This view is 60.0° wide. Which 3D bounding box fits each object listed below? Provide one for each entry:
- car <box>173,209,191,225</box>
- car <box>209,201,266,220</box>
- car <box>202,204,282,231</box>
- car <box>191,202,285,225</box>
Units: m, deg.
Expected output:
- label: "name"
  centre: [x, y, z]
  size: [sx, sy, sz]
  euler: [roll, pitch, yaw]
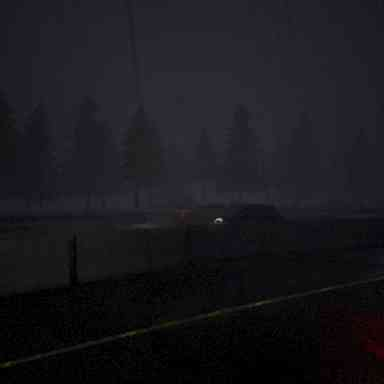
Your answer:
- label: "car"
  centre: [1.049, 1.526, 24.198]
  size: [5.008, 1.535, 1.882]
  euler: [0, 0, -24]
- label: "car"
  centre: [4.009, 1.594, 29.276]
  size: [4.674, 1.442, 1.812]
  euler: [0, 0, -22]
- label: "car"
  centre: [3.234, 1.555, 21.361]
  size: [4.892, 1.490, 1.837]
  euler: [0, 0, -24]
- label: "car"
  centre: [2.571, 1.392, 17.179]
  size: [4.553, 1.767, 2.097]
  euler: [0, 0, -26]
